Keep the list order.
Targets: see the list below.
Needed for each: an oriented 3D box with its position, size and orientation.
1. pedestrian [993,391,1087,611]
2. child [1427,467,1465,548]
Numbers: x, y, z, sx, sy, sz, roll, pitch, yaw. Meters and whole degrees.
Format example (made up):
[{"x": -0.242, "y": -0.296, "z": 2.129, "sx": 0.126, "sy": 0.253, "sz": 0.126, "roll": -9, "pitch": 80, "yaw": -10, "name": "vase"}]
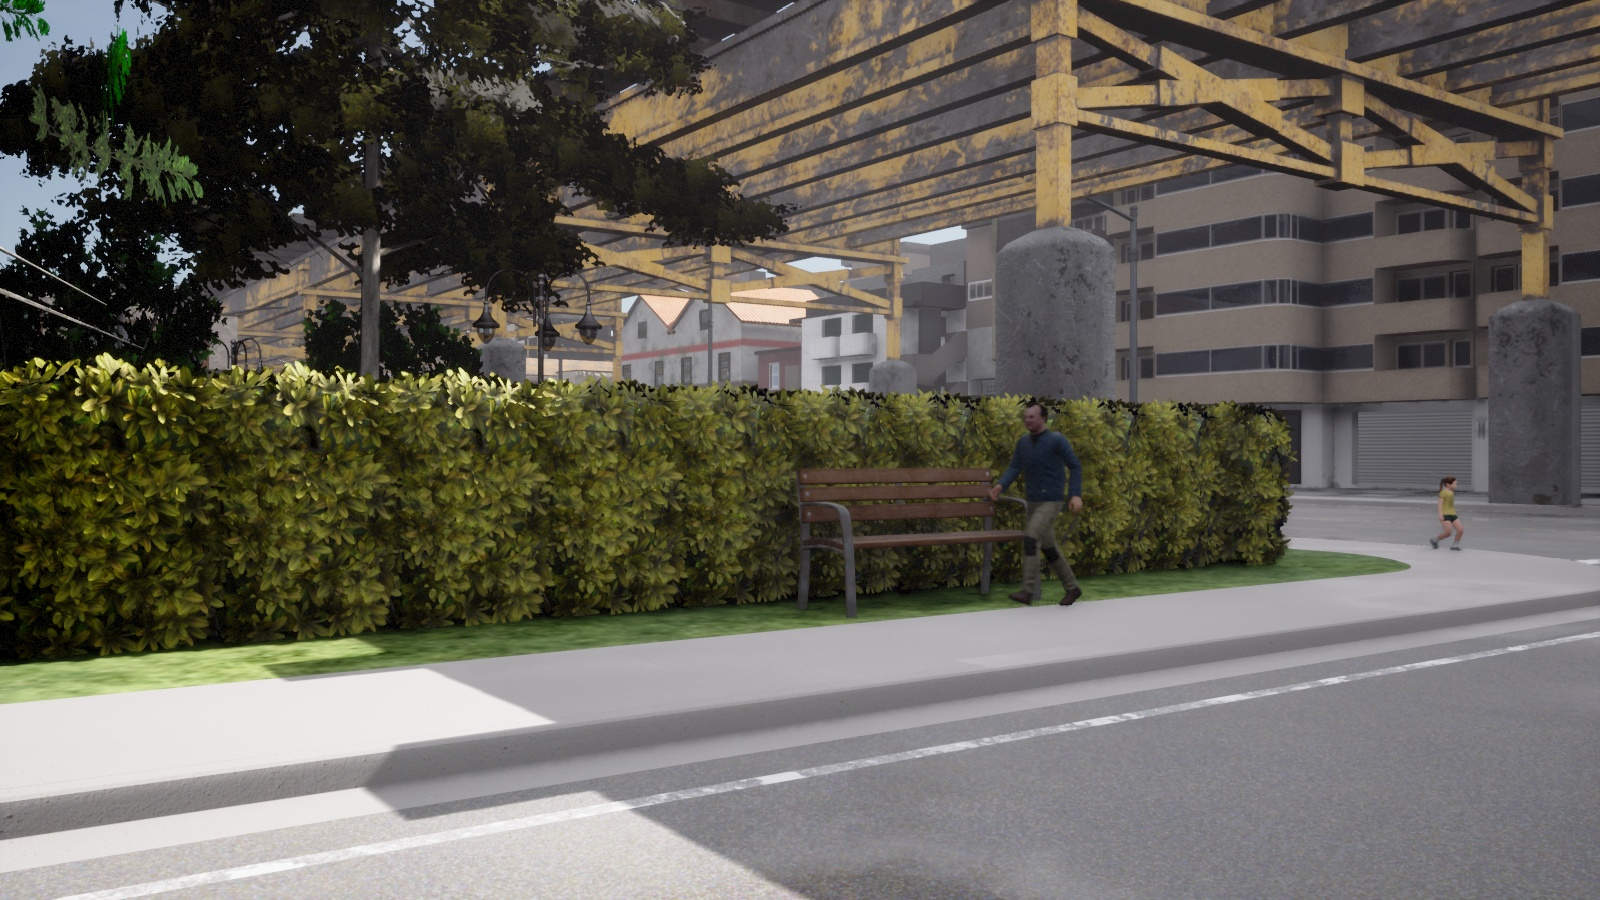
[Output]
[{"x": 2.084, "y": 0.431, "z": 10.884, "sx": 0.726, "sy": 1.842, "sz": 0.402, "roll": 0, "pitch": 0, "yaw": -34, "name": "pedestrian"}, {"x": 8.987, "y": 0.798, "z": 17.482, "sx": 0.255, "sy": 1.110, "sz": 0.394, "roll": 0, "pitch": 0, "yaw": -31, "name": "child"}]
